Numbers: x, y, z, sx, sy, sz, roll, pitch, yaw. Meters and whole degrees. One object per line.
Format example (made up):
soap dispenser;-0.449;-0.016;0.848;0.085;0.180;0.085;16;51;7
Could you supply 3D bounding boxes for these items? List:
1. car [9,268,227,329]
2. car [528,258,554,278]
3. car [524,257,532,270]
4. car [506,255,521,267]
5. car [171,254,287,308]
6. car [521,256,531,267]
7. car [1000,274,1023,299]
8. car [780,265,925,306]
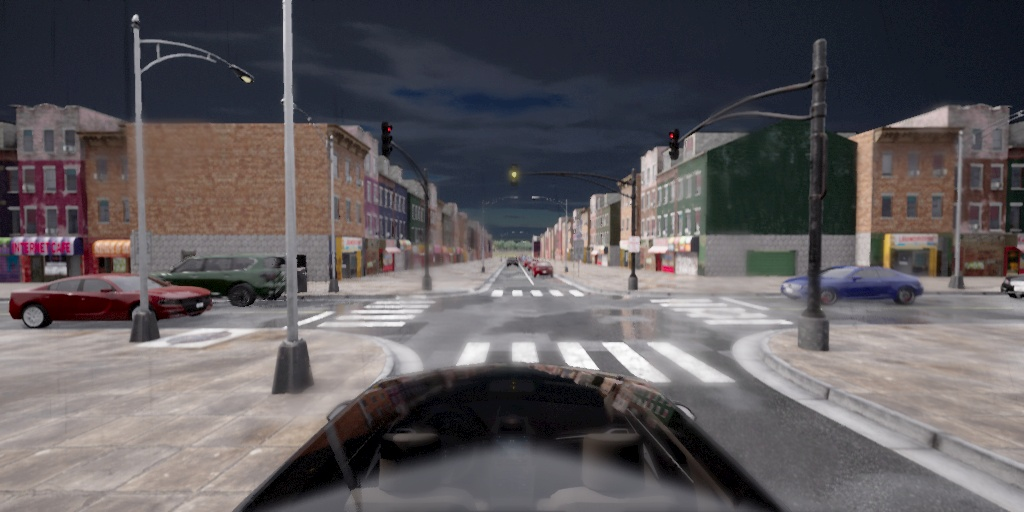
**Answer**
car;-12.310;1.292;11.225;5.008;1.535;1.882;0;1;-1
car;2.694;1.148;31.683;1.888;1.381;4.507;0;0;0
car;2.715;1.132;42.748;1.802;1.307;4.207;0;0;0
car;0.106;0.990;56.426;1.837;1.490;4.892;0;0;0
car;-11.944;0.947;14.576;5.566;2.045;2.150;0;1;-4
car;2.737;1.043;53.813;1.888;1.381;4.507;0;0;0
car;22.459;1.028;14.086;4.902;1.511;2.128;0;1;0
car;13.298;1.101;14.129;4.674;1.442;1.812;0;1;1
